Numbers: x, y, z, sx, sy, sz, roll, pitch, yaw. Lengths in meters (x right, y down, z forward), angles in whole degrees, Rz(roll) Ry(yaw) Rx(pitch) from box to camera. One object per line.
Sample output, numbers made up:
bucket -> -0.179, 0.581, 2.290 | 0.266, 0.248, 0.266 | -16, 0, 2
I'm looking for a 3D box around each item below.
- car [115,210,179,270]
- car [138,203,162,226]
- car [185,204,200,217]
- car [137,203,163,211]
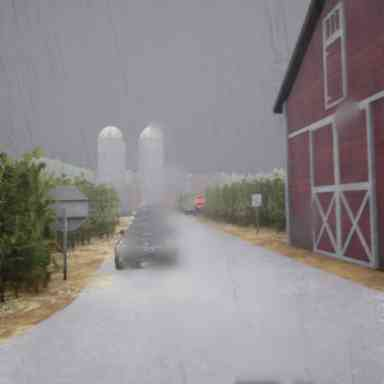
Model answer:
car -> -1.617, 1.793, 12.842 | 2.097, 1.767, 4.553 | -1, -2, -4
car -> -4.282, 2.190, 33.795 | 2.150, 2.045, 5.566 | -1, -1, -8
car -> 1.154, 2.527, 47.463 | 4.553, 1.767, 2.097 | 0, -2, -44
car -> -2.895, 1.957, 23.316 | 2.150, 2.045, 5.566 | -1, -1, -8
